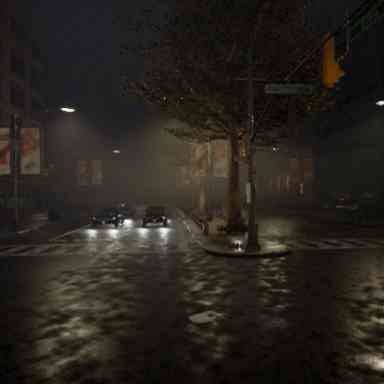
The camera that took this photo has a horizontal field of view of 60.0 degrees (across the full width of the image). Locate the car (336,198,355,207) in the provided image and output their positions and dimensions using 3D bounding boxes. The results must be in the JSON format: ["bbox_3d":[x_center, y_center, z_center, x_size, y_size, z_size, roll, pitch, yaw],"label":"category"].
[{"bbox_3d":[25.862,1.733,56.245,2.161,1.482,4.786,-1,-1,-4],"label":"car"}]

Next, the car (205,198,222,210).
[{"bbox_3d":[3.405,1.983,50.738,1.882,1.535,5.008,-1,0,-4],"label":"car"}]

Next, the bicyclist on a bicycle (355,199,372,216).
[{"bbox_3d":[16.266,1.463,31.521,1.656,1.620,0.582,-1,-1,-4],"label":"bicyclist on a bicycle"}]

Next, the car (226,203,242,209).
[{"bbox_3d":[6.740,2.052,54.120,2.033,1.411,5.357,-1,-1,-3],"label":"car"}]

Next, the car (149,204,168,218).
[{"bbox_3d":[-3.604,2.030,36.381,1.895,1.301,4.718,-1,-1,-4],"label":"car"}]

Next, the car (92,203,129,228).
[{"bbox_3d":[-6.333,1.871,25.640,1.812,1.442,4.674,-1,-1,-3],"label":"car"}]

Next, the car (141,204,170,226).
[{"bbox_3d":[-2.874,1.820,26.377,1.837,1.490,4.892,-1,-1,-4],"label":"car"}]

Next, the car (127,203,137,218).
[{"bbox_3d":[-7.077,1.953,35.898,2.128,1.511,4.902,-1,-1,-4],"label":"car"}]
